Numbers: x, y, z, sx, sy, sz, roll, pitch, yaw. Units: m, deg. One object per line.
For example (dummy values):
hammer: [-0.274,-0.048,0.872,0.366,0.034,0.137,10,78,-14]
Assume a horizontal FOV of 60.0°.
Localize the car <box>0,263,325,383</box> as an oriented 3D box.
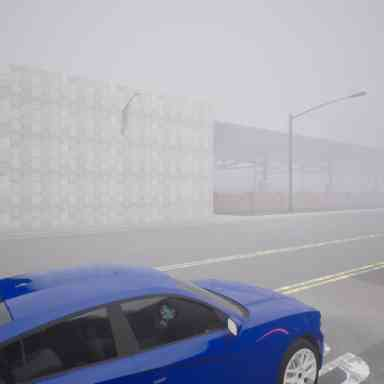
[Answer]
car: [-0.723,1.478,3.234,5.008,1.535,1.882,0,0,-36]
